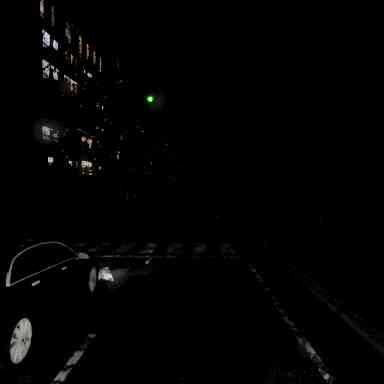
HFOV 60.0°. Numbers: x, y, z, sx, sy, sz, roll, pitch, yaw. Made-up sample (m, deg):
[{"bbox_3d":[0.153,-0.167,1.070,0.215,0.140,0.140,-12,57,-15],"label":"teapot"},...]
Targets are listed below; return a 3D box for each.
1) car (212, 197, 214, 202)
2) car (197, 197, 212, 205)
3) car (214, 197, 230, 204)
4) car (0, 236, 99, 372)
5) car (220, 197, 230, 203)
[{"bbox_3d":[4.894,1.869,80.360,1.812,1.442,4.674,0,0,12],"label":"car"},{"bbox_3d":[2.202,1.796,64.603,1.994,1.385,4.181,0,-1,9],"label":"car"},{"bbox_3d":[6.197,1.769,68.835,1.837,1.490,4.892,0,0,10],"label":"car"},{"bbox_3d":[-3.046,1.509,5.638,1.837,1.490,4.892,0,0,1],"label":"car"},{"bbox_3d":[7.867,1.888,78.662,1.994,1.385,4.181,0,0,12],"label":"car"}]
